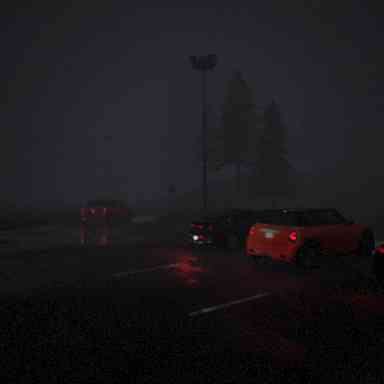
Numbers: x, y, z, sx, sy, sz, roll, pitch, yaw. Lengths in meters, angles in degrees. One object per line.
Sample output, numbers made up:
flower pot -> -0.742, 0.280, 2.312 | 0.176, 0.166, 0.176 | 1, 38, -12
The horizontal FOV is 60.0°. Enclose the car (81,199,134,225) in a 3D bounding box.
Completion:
car -> -5.841, 1.266, 23.493 | 2.097, 1.767, 4.553 | -1, 0, 15

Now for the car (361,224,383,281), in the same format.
car -> 6.355, 1.468, 8.280 | 4.181, 1.385, 1.994 | -1, 0, -36

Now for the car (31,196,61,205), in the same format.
car -> -24.774, 1.366, 56.428 | 4.902, 1.511, 2.128 | -1, 0, 4

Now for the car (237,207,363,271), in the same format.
car -> 3.967, 1.260, 10.876 | 4.553, 1.767, 2.097 | -1, 0, -36

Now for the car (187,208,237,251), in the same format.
car -> 2.092, 1.413, 13.838 | 4.892, 1.490, 1.837 | -1, 1, -35
